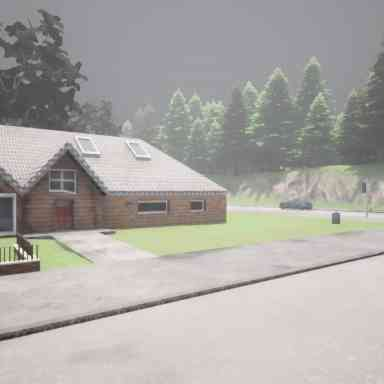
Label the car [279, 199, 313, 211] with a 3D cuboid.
[{"bbox_3d":[13.036,1.564,41.943,1.994,1.385,4.181,0,0,-35],"label":"car"}]
